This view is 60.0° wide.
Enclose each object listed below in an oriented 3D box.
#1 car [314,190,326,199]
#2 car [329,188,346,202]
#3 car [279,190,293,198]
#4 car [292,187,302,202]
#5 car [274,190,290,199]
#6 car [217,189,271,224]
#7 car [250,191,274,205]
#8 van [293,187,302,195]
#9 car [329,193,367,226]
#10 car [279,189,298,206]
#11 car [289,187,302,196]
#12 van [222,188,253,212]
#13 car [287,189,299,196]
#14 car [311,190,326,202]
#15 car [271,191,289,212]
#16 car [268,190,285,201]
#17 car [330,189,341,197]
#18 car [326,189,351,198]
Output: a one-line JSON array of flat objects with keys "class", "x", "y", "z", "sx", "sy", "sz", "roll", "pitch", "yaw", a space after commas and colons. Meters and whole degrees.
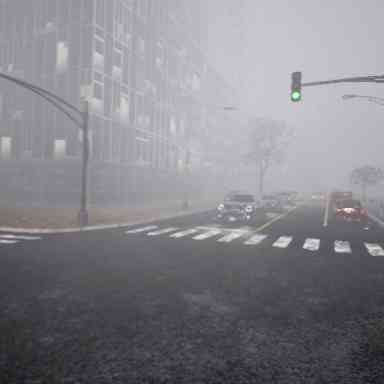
[{"class": "car", "x": 22.166, "y": 0.451, "z": 57.505, "sx": 1.812, "sy": 1.442, "sz": 4.674, "roll": 2, "pitch": 2, "yaw": 23}, {"class": "car", "x": 22.722, "y": 0.404, "z": 52.039, "sx": 2.192, "sy": 1.841, "sz": 5.009, "roll": 3, "pitch": 2, "yaw": 23}, {"class": "car", "x": 17.146, "y": 0.291, "z": 60.466, "sx": 1.947, "sy": 1.339, "sz": 4.313, "roll": 3, "pitch": 2, "yaw": 23}, {"class": "car", "x": 14.600, "y": 0.500, "z": 47.536, "sx": 1.882, "sy": 1.535, "sz": 5.008, "roll": 2, "pitch": 2, "yaw": 23}, {"class": "car", "x": 14.964, "y": 0.384, "z": 55.230, "sx": 1.947, "sy": 1.339, "sz": 4.313, "roll": 3, "pitch": 2, "yaw": 23}, {"class": "car", "x": 3.138, "y": 0.859, "z": 20.227, "sx": 2.097, "sy": 1.767, "sz": 4.553, "roll": 2, "pitch": 2, "yaw": 24}, {"class": "car", "x": 8.353, "y": 0.627, "z": 39.362, "sx": 1.752, "sy": 1.417, "sz": 4.829, "roll": 3, "pitch": 2, "yaw": 23}, {"class": "van", "x": 25.886, "y": -0.307, "z": 81.405, "sx": 1.690, "sy": 1.788, "sz": 3.998, "roll": 3, "pitch": 2, "yaw": 23}, {"class": "car", "x": 9.621, "y": 1.088, "z": 20.623, "sx": 1.967, "sy": 1.590, "sz": 4.097, "roll": 3, "pitch": 2, "yaw": 23}, {"class": "car", "x": 10.667, "y": 0.713, "z": 38.207, "sx": 1.812, "sy": 1.442, "sz": 4.674, "roll": 2, "pitch": 2, "yaw": 23}, {"class": "car", "x": 23.704, "y": -0.240, "z": 76.168, "sx": 2.192, "sy": 1.841, "sz": 5.009, "roll": 3, "pitch": 2, "yaw": 23}, {"class": "van", "x": 4.060, "y": 0.626, "z": 29.039, "sx": 1.690, "sy": 1.788, "sz": 3.998, "roll": 3, "pitch": 2, "yaw": 23}, {"class": "car", "x": 21.512, "y": 0.089, "z": 70.939, "sx": 2.008, "sy": 1.369, "sz": 4.403, "roll": 3, "pitch": 2, "yaw": 23}, {"class": "car", "x": 18.263, "y": 0.692, "z": 48.143, "sx": 1.895, "sy": 1.301, "sz": 4.718, "roll": 2, "pitch": 2, "yaw": 22}, {"class": "car", "x": 6.808, "y": 0.899, "z": 28.963, "sx": 2.033, "sy": 1.411, "sz": 5.357, "roll": 2, "pitch": 2, "yaw": 23}, {"class": "car", "x": 12.781, "y": 0.494, "z": 49.994, "sx": 1.802, "sy": 1.307, "sz": 4.206, "roll": 3, "pitch": 2, "yaw": 23}, {"class": "car", "x": 31.446, "y": 0.155, "z": 72.990, "sx": 1.967, "sy": 1.590, "sz": 4.097, "roll": 3, "pitch": 2, "yaw": 23}, {"class": "car", "x": 13.992, "y": 0.777, "z": 31.092, "sx": 2.192, "sy": 1.841, "sz": 5.009, "roll": 3, "pitch": 2, "yaw": 23}]
